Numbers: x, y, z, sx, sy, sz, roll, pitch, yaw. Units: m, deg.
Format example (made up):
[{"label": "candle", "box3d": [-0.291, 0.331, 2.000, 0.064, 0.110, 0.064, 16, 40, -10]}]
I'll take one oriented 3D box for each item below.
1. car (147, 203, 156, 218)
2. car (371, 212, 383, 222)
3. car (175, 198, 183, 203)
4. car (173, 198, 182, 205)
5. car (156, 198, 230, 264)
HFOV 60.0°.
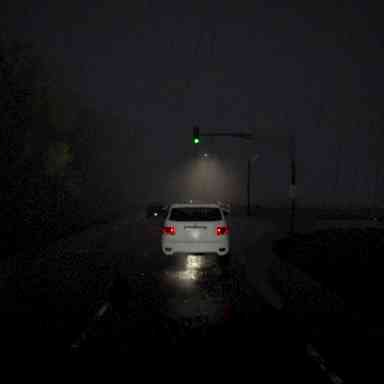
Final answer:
[{"label": "car", "box3d": [-3.382, 1.813, 33.381, 1.837, 1.490, 4.892, 0, 0, 0]}, {"label": "car", "box3d": [19.310, 2.087, 30.140, 5.357, 1.411, 2.033, 1, -1, 0]}, {"label": "car", "box3d": [-3.450, 2.364, 90.682, 1.994, 1.385, 4.181, 0, 0, 0]}, {"label": "car", "box3d": [-3.454, 2.245, 80.237, 2.128, 1.511, 4.902, 0, 0, 0]}, {"label": "car", "box3d": [0.192, 1.338, 12.509, 2.150, 2.045, 5.566, 0, -1, 2]}]
